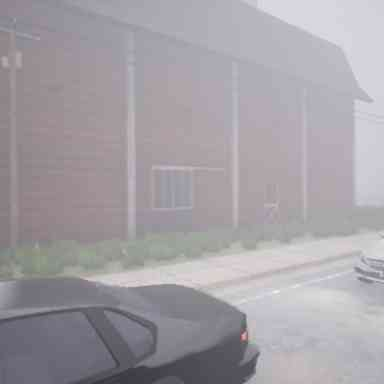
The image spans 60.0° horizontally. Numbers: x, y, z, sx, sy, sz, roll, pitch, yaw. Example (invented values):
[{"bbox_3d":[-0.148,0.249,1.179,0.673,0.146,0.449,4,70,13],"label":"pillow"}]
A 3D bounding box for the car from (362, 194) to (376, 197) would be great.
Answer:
[{"bbox_3d":[33.791,1.026,63.612,3.905,1.438,1.784,-1,0,-36],"label":"car"}]

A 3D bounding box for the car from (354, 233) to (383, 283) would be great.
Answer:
[{"bbox_3d":[5.952,1.452,8.266,4.674,1.442,1.812,-1,0,-35],"label":"car"}]

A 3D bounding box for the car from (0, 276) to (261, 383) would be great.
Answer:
[{"bbox_3d":[-1.836,1.551,2.673,5.357,1.411,2.033,-1,0,-36],"label":"car"}]
